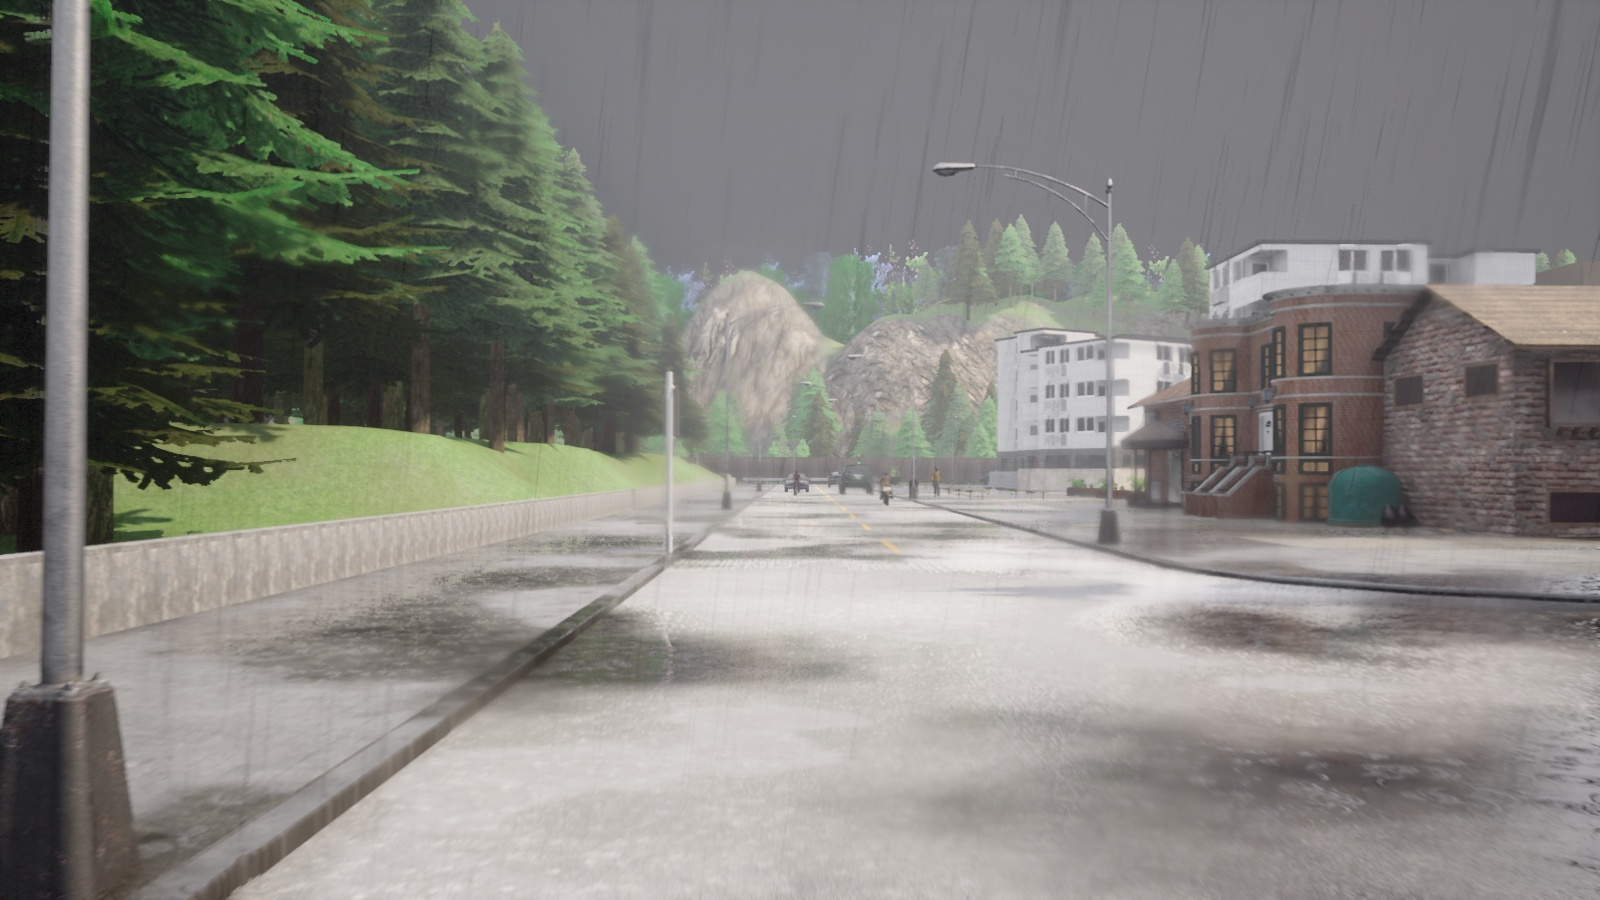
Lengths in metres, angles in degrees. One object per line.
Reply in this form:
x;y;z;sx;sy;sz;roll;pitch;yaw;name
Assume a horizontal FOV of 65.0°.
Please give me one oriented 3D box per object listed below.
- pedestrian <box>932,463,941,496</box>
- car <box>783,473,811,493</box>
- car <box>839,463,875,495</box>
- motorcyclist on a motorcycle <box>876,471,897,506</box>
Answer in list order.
7.738;1.682;70.990;0.370;1.835;0.726;0;-1;-5;pedestrian
-0.216;2.431;93.645;2.033;1.411;5.357;0;-1;0;car
3.804;1.934;84.576;2.150;2.045;5.566;0;-1;0;car
3.871;1.722;56.184;0.797;1.523;2.044;0;-1;0;motorcyclist on a motorcycle
